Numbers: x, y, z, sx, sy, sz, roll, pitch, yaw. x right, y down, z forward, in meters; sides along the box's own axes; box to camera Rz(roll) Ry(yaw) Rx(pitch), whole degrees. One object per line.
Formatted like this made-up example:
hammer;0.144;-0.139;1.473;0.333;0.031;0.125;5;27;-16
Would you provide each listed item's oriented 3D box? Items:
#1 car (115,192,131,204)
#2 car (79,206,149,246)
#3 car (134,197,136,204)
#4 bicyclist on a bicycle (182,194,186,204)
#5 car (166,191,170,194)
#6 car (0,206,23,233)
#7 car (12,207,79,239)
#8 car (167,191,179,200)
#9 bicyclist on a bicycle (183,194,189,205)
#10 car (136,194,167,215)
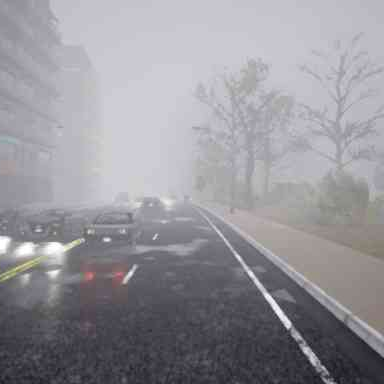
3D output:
car;-12.134;0.954;58.697;2.150;2.045;5.566;0;0;-4
car;-3.290;1.535;14.953;1.895;1.301;4.718;0;0;-1
car;-8.784;1.301;57.276;1.994;1.385;4.181;0;0;-4
bicyclist on a bicycle;-1.304;1.185;57.215;0.582;1.620;1.656;0;0;-5
car;-6.113;0.692;94.230;2.150;2.045;5.566;0;0;-8
car;-10.072;1.484;18.492;1.994;1.385;4.181;0;0;-1
car;-6.780;1.492;16.611;1.994;1.385;4.181;0;0;-1
car;-4.212;1.180;78.474;1.994;1.385;4.181;0;0;-6
bicyclist on a bicycle;-0.670;1.146;48.527;0.659;1.776;1.843;0;0;-4
car;-3.846;1.207;32.413;2.097;1.767;4.553;0;0;-2
